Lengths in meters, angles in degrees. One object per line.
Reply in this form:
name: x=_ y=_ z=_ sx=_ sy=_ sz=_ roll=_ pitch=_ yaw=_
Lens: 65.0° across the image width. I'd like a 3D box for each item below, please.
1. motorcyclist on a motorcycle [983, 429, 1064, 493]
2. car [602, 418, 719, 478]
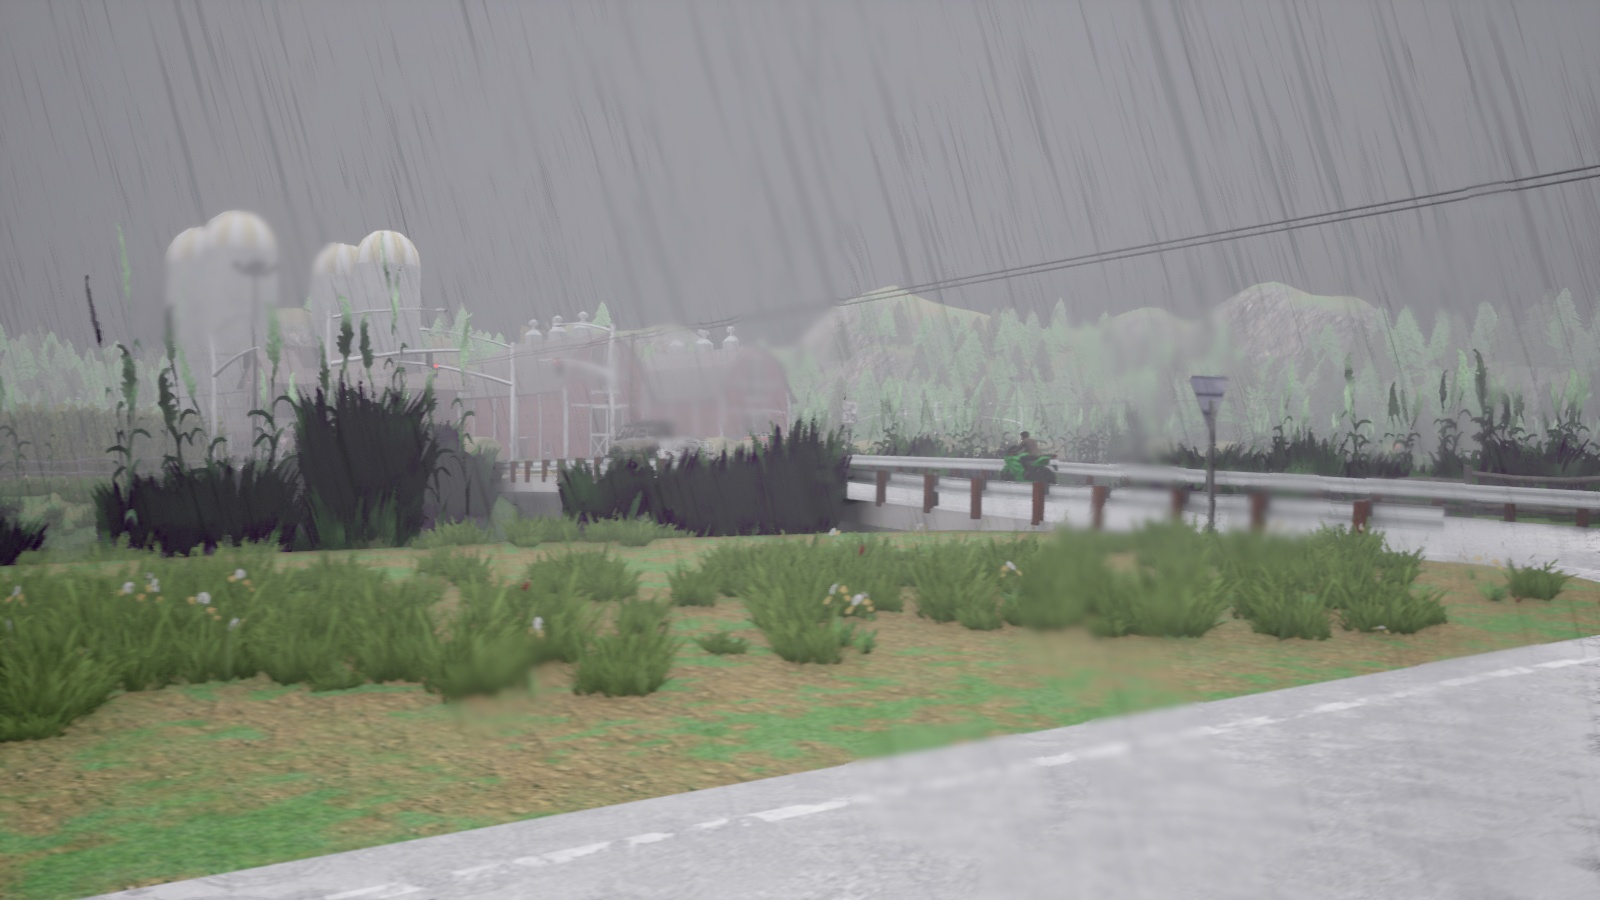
motorcyclist on a motorcycle: x=5.628 y=0.255 z=31.712 sx=0.797 sy=1.523 sz=2.044 roll=0 pitch=2 yaw=-33
car: x=-4.639 y=-0.037 z=41.212 sx=1.932 sy=1.855 sz=4.605 roll=0 pitch=-1 yaw=-33
